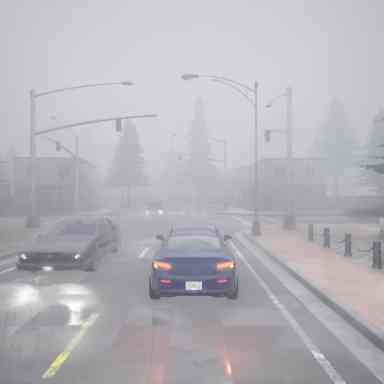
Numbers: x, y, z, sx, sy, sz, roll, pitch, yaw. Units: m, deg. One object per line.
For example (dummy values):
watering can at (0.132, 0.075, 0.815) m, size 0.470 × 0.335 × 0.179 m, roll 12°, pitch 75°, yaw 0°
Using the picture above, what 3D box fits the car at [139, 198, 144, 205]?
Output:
car at (-6.659, 1.318, 53.025) m, size 2.097 × 1.767 × 4.553 m, roll 0°, pitch 0°, yaw -15°

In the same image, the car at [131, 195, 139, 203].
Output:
car at (-11.498, 1.468, 66.082) m, size 1.837 × 1.490 × 4.892 m, roll 0°, pitch 0°, yaw -26°

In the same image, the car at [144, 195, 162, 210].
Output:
car at (-4.914, 1.443, 43.136) m, size 1.882 × 1.535 × 5.008 m, roll 0°, pitch 0°, yaw -6°

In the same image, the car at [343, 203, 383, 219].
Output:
car at (15.459, 1.585, 28.173) m, size 4.718 × 1.301 × 1.895 m, roll 0°, pitch 0°, yaw 2°

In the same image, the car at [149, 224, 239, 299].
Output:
car at (0.045, 1.526, 8.305) m, size 1.812 × 1.442 × 4.674 m, roll 0°, pitch 0°, yaw 0°

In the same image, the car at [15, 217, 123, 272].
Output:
car at (-3.628, 1.547, 11.033) m, size 2.033 × 1.411 × 5.357 m, roll 0°, pitch 0°, yaw 0°
